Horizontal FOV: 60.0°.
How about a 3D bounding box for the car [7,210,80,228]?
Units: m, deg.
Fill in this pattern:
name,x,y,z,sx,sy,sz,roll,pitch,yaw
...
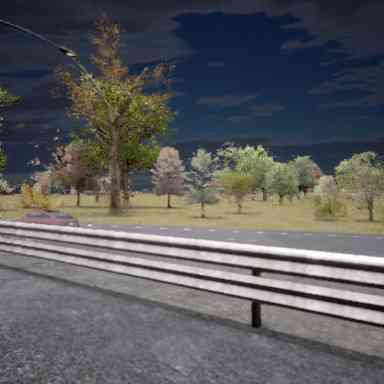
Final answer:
name,x,y,z,sx,sy,sz,roll,pitch,yaw
car,-8.496,1.727,18.842,4.181,1.385,1.994,0,0,19
